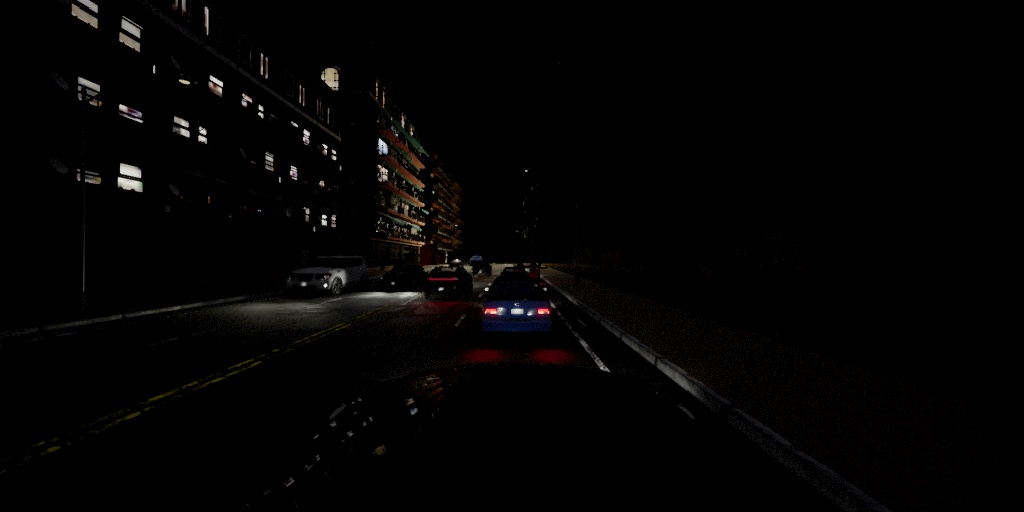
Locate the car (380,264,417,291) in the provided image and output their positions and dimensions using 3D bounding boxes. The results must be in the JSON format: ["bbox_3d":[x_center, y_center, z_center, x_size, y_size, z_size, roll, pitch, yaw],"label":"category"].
[{"bbox_3d":[-6.565,1.258,22.202,1.837,1.490,4.892,0,0,0],"label":"car"}]

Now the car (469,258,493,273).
[{"bbox_3d":[-3.085,1.260,37.339,1.837,1.490,4.892,0,1,0],"label":"car"}]

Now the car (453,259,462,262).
[{"bbox_3d":[-9.701,1.299,62.543,2.033,1.411,5.357,0,0,1],"label":"car"}]

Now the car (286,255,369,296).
[{"bbox_3d":[-9.820,0.974,19.682,2.150,2.045,5.566,0,0,0],"label":"car"}]

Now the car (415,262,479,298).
[{"bbox_3d":[-3.121,1.244,18.280,2.128,1.511,4.902,0,0,0],"label":"car"}]

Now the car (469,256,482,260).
[{"bbox_3d":[-6.435,0.971,64.743,2.150,2.045,5.566,0,0,1],"label":"car"}]

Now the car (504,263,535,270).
[{"bbox_3d":[0.128,1.317,20.946,1.994,1.385,4.181,0,0,1],"label":"car"}]

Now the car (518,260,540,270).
[{"bbox_3d":[1.188,1.105,29.880,2.097,1.767,4.553,0,0,0],"label":"car"}]

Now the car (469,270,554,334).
[{"bbox_3d":[0.117,1.299,10.613,2.033,1.411,5.357,0,0,0],"label":"car"}]
